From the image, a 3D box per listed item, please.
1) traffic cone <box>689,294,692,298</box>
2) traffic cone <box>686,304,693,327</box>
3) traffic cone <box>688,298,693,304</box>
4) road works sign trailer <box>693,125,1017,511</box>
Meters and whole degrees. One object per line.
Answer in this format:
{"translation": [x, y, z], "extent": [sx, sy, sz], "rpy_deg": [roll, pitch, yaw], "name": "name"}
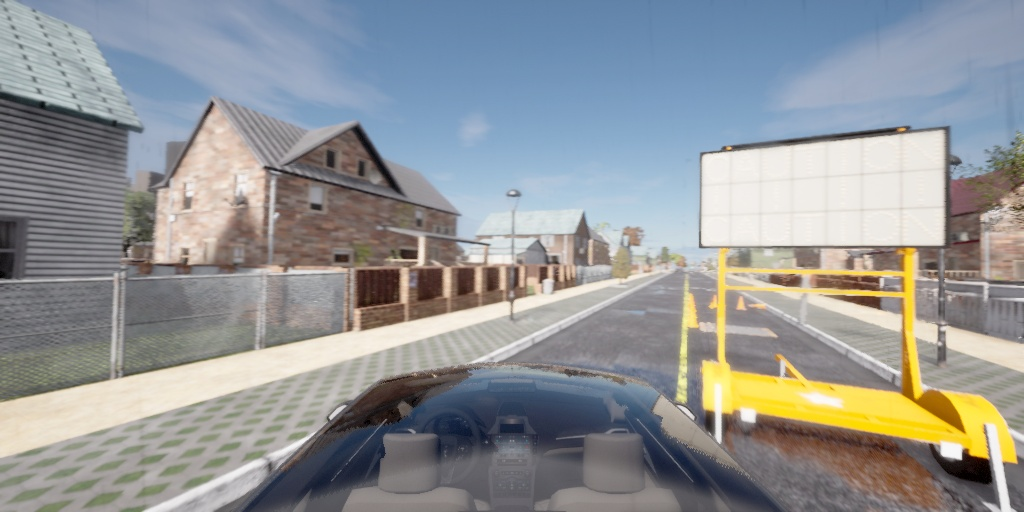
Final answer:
{"translation": [7.452, 2.000, 14.946], "extent": [0.340, 0.580, 0.340], "rpy_deg": [0, 0, 26], "name": "traffic cone"}
{"translation": [5.694, 1.923, 11.354], "extent": [0.340, 0.580, 0.340], "rpy_deg": [0, 0, 26], "name": "traffic cone"}
{"translation": [6.573, 1.961, 13.150], "extent": [0.340, 0.580, 0.340], "rpy_deg": [0, 0, 26], "name": "traffic cone"}
{"translation": [3.681, 0.310, 4.554], "extent": [2.380, 3.560, 2.880], "rpy_deg": [0, 0, 26], "name": "road works sign trailer"}
